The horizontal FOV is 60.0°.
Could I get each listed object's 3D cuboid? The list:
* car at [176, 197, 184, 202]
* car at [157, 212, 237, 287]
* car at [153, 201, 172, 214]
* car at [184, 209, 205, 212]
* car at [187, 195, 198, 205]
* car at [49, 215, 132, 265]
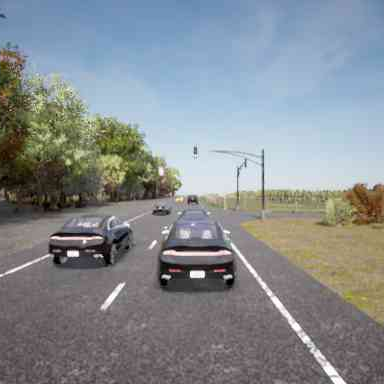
[{"bbox_3d":[-3.365,1.967,89.789,1.882,1.535,5.008,0,0,0],"label":"car"},{"bbox_3d":[0.114,1.547,9.477,2.128,1.511,4.902,0,0,0],"label":"car"},{"bbox_3d":[-3.343,1.762,37.844,2.033,1.411,5.357,0,0,0],"label":"car"},{"bbox_3d":[0.126,1.677,19.642,1.994,1.385,4.181,0,0,0],"label":"car"},{"bbox_3d":[0.155,1.614,70.839,2.150,2.045,5.566,0,0,0],"label":"car"},{"bbox_3d":[-3.382,1.560,11.905,2.128,1.511,4.902,0,0,0],"label":"car"}]
